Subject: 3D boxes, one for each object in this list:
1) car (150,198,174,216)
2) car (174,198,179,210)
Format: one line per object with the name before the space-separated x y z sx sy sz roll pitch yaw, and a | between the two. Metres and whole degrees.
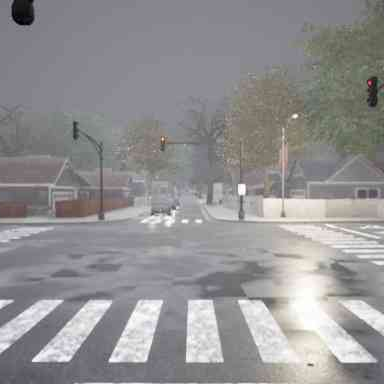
car | -3.046 1.534 33.449 1.837 1.490 4.892 0 0 -2
car | -3.054 1.520 43.582 1.882 1.535 5.008 0 0 0
